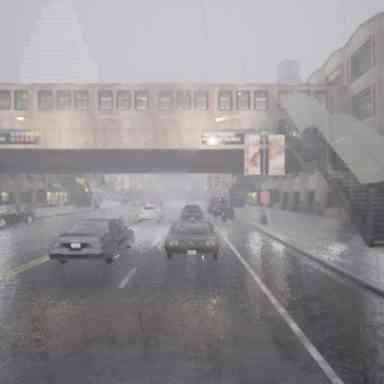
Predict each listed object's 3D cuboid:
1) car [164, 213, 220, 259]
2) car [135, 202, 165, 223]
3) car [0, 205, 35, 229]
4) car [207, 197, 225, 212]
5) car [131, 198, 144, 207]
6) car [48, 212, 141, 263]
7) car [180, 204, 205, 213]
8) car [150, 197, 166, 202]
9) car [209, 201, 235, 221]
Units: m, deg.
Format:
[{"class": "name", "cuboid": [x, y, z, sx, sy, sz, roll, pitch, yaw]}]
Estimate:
[{"class": "car", "cuboid": [0.018, 1.743, 13.245, 1.895, 1.301, 4.718, 0, -1, 0]}, {"class": "car", "cuboid": [-3.455, 1.833, 28.878, 1.812, 1.442, 4.674, 0, 0, 1]}, {"class": "car", "cuboid": [-13.501, 1.740, 24.226, 2.231, 1.521, 4.892, 0, -1, 10]}, {"class": "car", "cuboid": [3.186, 1.684, 42.850, 2.435, 2.045, 5.566, 0, -1, 0]}, {"class": "car", "cuboid": [-10.387, 2.186, 64.843, 2.128, 1.511, 4.902, 0, -1, 0]}, {"class": "car", "cuboid": [-3.490, 1.682, 12.505, 2.033, 1.411, 5.357, 0, -1, 0]}, {"class": "car", "cuboid": [0.038, 1.811, 28.490, 1.837, 1.490, 4.892, 0, 0, 1]}, {"class": "car", "cuboid": [-6.886, 1.909, 64.848, 2.150, 2.045, 5.566, 0, 0, 0]}, {"class": "car", "cuboid": [3.230, 1.972, 35.451, 1.895, 1.301, 4.718, 0, -1, 0]}]
